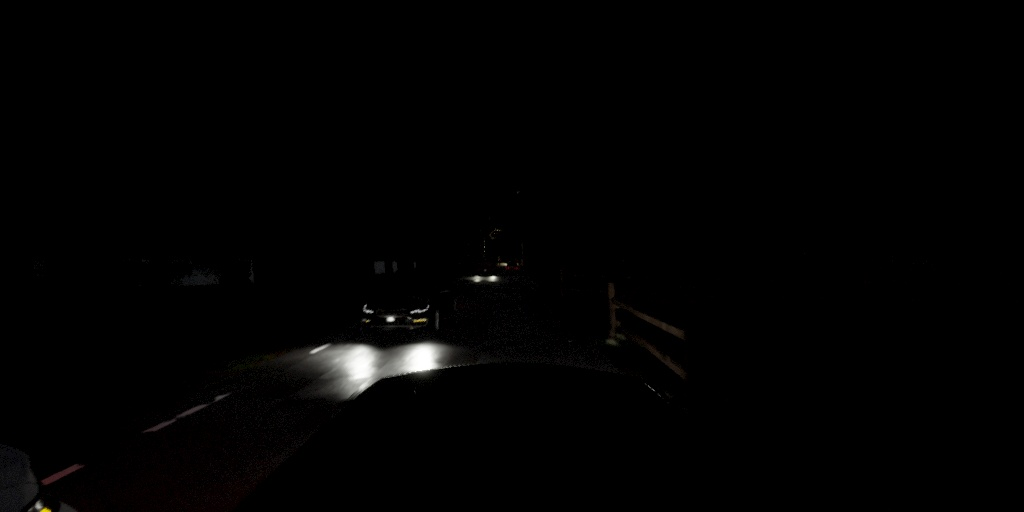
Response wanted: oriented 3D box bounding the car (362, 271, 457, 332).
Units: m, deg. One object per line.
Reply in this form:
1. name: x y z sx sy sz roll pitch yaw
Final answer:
1. car: -2.845 1.252 10.867 1.837 1.490 4.892 0 0 0

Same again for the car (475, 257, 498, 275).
1. car: -2.777 1.110 39.743 2.150 2.045 5.566 0 0 0
